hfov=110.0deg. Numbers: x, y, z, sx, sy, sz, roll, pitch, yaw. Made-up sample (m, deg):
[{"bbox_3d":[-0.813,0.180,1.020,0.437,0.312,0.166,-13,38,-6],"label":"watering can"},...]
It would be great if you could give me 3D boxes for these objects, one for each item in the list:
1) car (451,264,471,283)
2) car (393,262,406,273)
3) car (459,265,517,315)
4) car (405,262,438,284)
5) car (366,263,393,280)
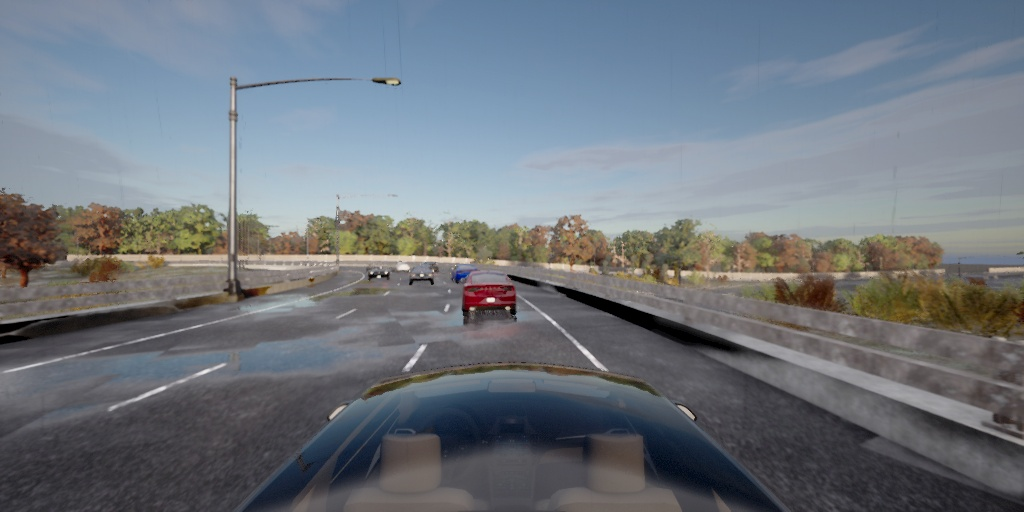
[{"bbox_3d":[-3.945,1.399,29.815,1.882,1.535,5.008,0,0,-15],"label":"car"},{"bbox_3d":[-15.680,1.589,50.695,1.812,1.442,4.674,0,-1,-27],"label":"car"},{"bbox_3d":[-0.983,1.302,14.109,1.882,1.535,5.008,0,-1,-7],"label":"car"},{"bbox_3d":[-7.264,1.468,28.786,2.033,1.411,5.357,0,0,-15],"label":"car"},{"bbox_3d":[-12.515,1.560,33.993,1.895,1.301,4.718,0,0,-18],"label":"car"}]
